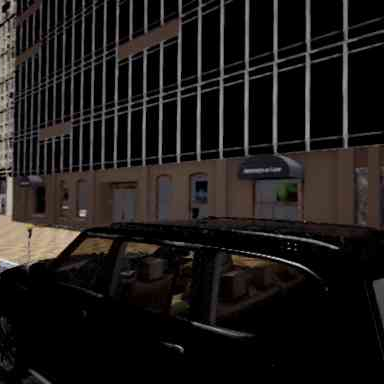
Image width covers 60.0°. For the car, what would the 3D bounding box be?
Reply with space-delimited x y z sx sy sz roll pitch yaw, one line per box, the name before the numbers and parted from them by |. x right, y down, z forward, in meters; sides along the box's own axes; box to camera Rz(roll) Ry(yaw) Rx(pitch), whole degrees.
car | -0.269 1.300 3.704 5.566 2.045 2.150 0 -1 41
